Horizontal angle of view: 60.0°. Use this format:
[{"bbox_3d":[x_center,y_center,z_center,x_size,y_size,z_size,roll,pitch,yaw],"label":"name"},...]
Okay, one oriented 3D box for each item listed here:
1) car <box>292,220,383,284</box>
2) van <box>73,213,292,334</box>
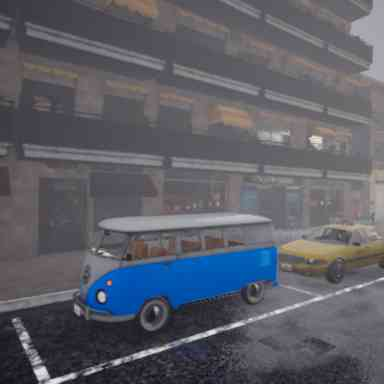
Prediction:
[{"bbox_3d":[4.303,1.528,9.609,4.829,1.417,1.752,0,1,-35],"label":"car"},{"bbox_3d":[-0.093,1.343,6.473,3.998,1.788,1.690,0,1,-35],"label":"van"}]
